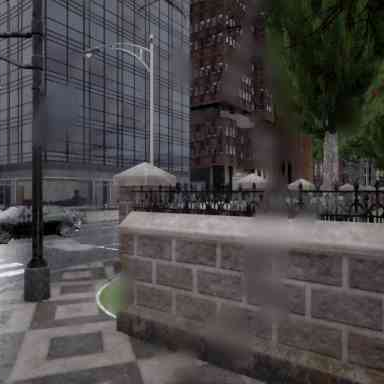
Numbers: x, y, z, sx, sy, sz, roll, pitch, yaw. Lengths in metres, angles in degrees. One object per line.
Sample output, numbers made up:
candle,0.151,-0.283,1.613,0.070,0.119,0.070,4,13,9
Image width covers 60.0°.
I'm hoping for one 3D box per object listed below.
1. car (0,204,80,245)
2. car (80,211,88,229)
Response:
car,-8.132,1.412,16.058,2.097,1.767,4.553,0,0,36
car,-8.431,1.631,20.209,2.008,1.369,4.403,0,-1,36
